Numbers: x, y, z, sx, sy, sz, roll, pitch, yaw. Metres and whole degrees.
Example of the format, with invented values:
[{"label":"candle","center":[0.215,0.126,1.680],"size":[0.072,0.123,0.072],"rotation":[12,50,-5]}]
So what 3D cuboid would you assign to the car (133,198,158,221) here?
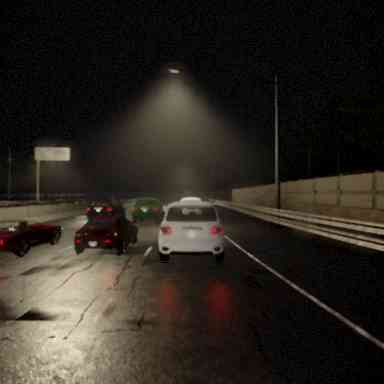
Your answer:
[{"label":"car","center":[-3.565,1.508,27.798],"size":[2.150,2.045,5.566],"rotation":[0,0,0]}]

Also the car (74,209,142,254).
[{"label":"car","center":[-3.492,1.668,14.068],"size":[1.812,1.442,4.674],"rotation":[0,0,0]}]

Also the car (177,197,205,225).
[{"label":"car","center":[-0.065,1.508,27.799],"size":[2.150,2.045,5.566],"rotation":[0,0,0]}]

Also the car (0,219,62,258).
[{"label":"car","center":[-6.997,1.737,13.425],"size":[1.895,1.301,4.718],"rotation":[0,-1,0]}]

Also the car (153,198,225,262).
[{"label":"car","center":[-0.004,1.354,12.757],"size":[2.150,2.045,5.566],"rotation":[0,0,0]}]

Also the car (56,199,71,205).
[{"label":"car","center":[-24.929,2.151,65.314],"size":[1.882,1.535,5.008],"rotation":[0,-1,-1]}]

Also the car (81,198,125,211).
[{"label":"car","center":[-7.065,1.508,27.771],"size":[2.150,2.045,5.566],"rotation":[0,0,0]}]

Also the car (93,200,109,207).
[{"label":"car","center":[-17.934,2.231,65.449],"size":[1.994,1.385,4.181],"rotation":[0,-1,-1]}]

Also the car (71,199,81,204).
[{"label":"car","center":[-21.432,2.030,65.416],"size":[2.097,1.767,4.553],"rotation":[0,-1,-1]}]
